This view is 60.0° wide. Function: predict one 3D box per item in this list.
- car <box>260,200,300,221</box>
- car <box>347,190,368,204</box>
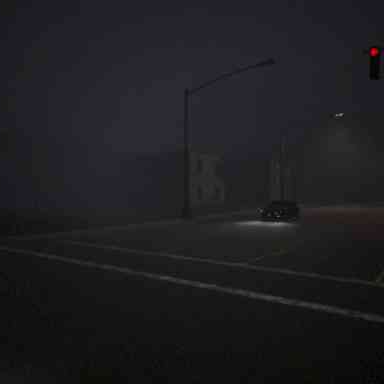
[{"bbox_3d":[7.145,1.431,26.585,1.837,1.490,4.892,-1,1,37],"label":"car"},{"bbox_3d":[25.659,0.693,51.488,2.150,2.045,5.566,-1,0,37],"label":"car"}]
